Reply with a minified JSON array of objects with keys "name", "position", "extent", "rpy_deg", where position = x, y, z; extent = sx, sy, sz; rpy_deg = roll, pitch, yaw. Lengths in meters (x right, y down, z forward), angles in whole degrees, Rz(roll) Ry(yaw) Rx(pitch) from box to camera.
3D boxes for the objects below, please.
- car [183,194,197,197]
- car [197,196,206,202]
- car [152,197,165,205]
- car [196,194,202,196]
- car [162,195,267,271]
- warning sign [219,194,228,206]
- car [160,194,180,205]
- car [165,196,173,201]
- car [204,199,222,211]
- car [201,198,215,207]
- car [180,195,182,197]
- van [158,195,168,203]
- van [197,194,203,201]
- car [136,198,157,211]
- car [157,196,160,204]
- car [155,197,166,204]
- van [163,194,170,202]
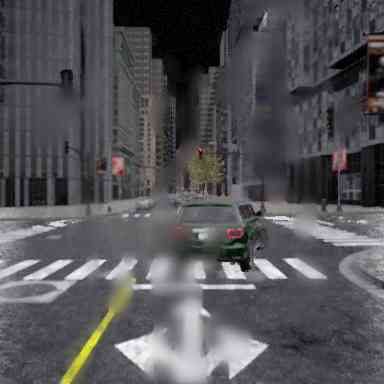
[{"name":"car","position":[-0.458,1.639,70.882],"extent":[1.812,1.442,4.674],"rpy_deg":[0,0,-1]},{"name":"car","position":[2.233,1.707,78.506],"extent":[1.947,1.339,4.313],"rpy_deg":[0,0,-1]},{"name":"car","position":[-6.135,1.671,61.212],"extent":[1.947,1.339,4.313],"rpy_deg":[0,0,-1]},{"name":"car","position":[2.329,1.669,67.928],"extent":[2.008,1.369,4.403],"rpy_deg":[0,0,-1]},{"name":"car","position":[1.144,1.240,11.350],"extent":[2.150,2.045,5.566],"rpy_deg":[-1,0,18]},{"name":"warning sign","position":[4.793,1.199,50.821],"extent":[1.300,1.860,1.060],"rpy_deg":[0,0,-1]},{"name":"car","position":[-3.351,1.303,50.315],"extent":[2.150,2.045,5.566],"rpy_deg":[0,0,-1]},{"name":"car","position":[-6.430,1.728,93.691],"extent":[2.008,1.369,4.403],"rpy_deg":[0,0,-1]},{"name":"car","position":[2.568,1.618,41.724],"extent":[2.008,1.369,4.403],"rpy_deg":[0,0,-1]},{"name":"car","position":[2.468,1.632,52.612],"extent":[1.887,1.381,4.507],"rpy_deg":[0,0,-1]},{"name":"car","position":[-3.422,1.714,65.698],"extent":[1.895,1.301,4.718],"rpy_deg":[0,0,0]},{"name":"van","position":[-6.234,1.469,72.039],"extent":[1.690,1.788,3.998],"rpy_deg":[0,0,-1]},{"name":"van","position":[2.137,1.506,89.084],"extent":[1.690,1.788,3.998],"rpy_deg":[0,0,-1]},{"name":"car","position":[-5.957,1.619,41.650],"extent":[2.008,1.369,4.403],"rpy_deg":[0,0,-1]},{"name":"car","position":[-6.003,1.627,46.642],"extent":[2.008,1.369,4.403],"rpy_deg":[0,0,-1]},{"name":"car","position":[-6.183,1.641,66.456],"extent":[1.752,1.417,4.829],"rpy_deg":[0,0,-1]},{"name":"van","position":[-6.332,1.493,82.865],"extent":[1.690,1.788,3.998],"rpy_deg":[0,0,-1]}]
